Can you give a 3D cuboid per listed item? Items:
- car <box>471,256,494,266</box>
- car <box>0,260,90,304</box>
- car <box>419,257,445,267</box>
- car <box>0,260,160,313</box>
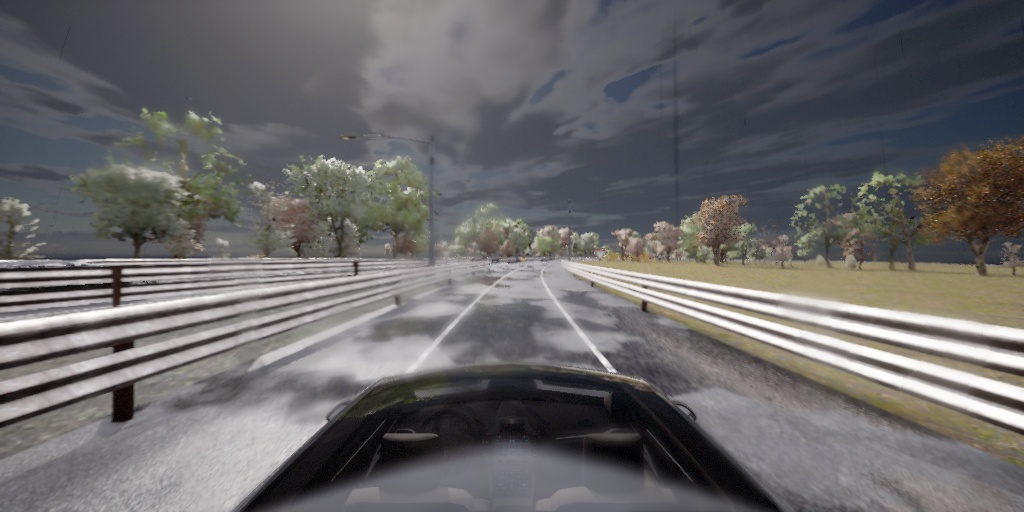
[{"bbox_3d":[-4.880,0.808,57.368,2.097,1.767,4.553,0,0,14],"label":"car"},{"bbox_3d":[-18.213,0.905,12.212,1.812,1.442,4.674,0,0,10],"label":"car"},{"bbox_3d":[-10.656,0.907,48.337,1.882,1.535,5.008,0,0,13],"label":"car"},{"bbox_3d":[-14.730,0.886,11.851,2.128,1.511,4.902,0,0,11],"label":"car"}]
